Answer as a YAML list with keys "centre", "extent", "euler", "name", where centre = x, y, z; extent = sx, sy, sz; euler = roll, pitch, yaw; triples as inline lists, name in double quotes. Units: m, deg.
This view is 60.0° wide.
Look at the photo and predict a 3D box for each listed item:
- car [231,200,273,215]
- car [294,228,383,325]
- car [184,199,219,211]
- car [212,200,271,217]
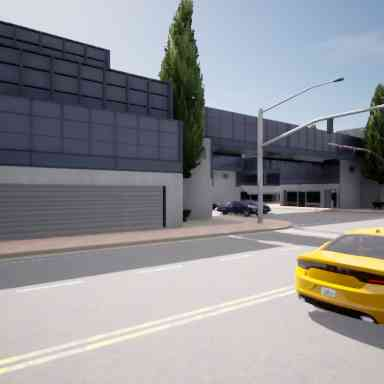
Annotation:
- centre: [6.383, 1.582, 35.630]
  extent: [1.994, 1.385, 4.181]
  euler: [0, 0, -37]
  name: "car"
- centre: [4.238, 1.483, 6.870]
  extent: [5.008, 1.535, 1.882]
  euler: [0, 0, -36]
  name: "car"
- centre: [1.148, 1.619, 42.612]
  extent: [1.895, 1.301, 4.718]
  euler: [0, 0, -37]
  name: "car"
- centre: [4.660, 1.563, 32.095]
  extent: [2.033, 1.411, 5.357]
  euler: [0, 0, -37]
  name: "car"
